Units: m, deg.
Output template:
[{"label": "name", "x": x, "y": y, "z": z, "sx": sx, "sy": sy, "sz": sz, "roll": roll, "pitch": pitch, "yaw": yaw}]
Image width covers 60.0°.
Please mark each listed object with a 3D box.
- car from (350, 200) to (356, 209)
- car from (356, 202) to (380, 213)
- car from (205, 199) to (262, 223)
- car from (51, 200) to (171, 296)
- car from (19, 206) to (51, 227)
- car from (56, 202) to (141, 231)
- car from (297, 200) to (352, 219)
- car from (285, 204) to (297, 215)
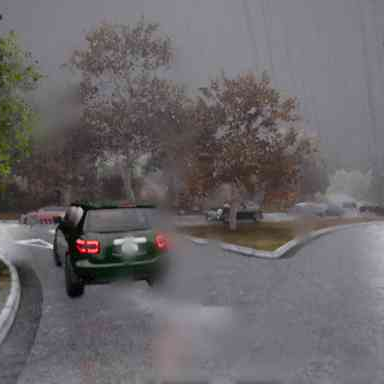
[{"label": "car", "x": 25.420, "y": 1.999, "z": 53.625, "sx": 1.895, "sy": 1.301, "sz": 4.718, "roll": 0, "pitch": 0, "yaw": 22}, {"label": "car", "x": 22.469, "y": 1.981, "z": 41.979, "sx": 1.895, "sy": 1.301, "sz": 4.718, "roll": 0, "pitch": 0, "yaw": 35}, {"label": "car", "x": 3.211, "y": 1.425, "z": 25.817, "sx": 4.553, "sy": 1.767, "sz": 2.097, "roll": 1, "pitch": 0, "yaw": -32}, {"label": "car", "x": -2.407, "y": 1.218, "z": 9.015, "sx": 2.150, "sy": 2.045, "sz": 5.566, "roll": 0, "pitch": 0, "yaw": -26}, {"label": "car", "x": -9.468, "y": 1.554, "z": 22.787, "sx": 4.181, "sy": 1.385, "sz": 1.994, "roll": 0, "pitch": 0, "yaw": -17}, {"label": "car", "x": -5.902, "y": 1.476, "z": 21.082, "sx": 5.008, "sy": 1.535, "sz": 1.882, "roll": 0, "pitch": 0, "yaw": -23}, {"label": "car", "x": 12.934, "y": 1.791, "z": 32.318, "sx": 5.357, "sy": 1.411, "sz": 2.033, "roll": 1, "pitch": -1, "yaw": -38}, {"label": "car", "x": 11.877, "y": 1.786, "z": 35.549, "sx": 4.674, "sy": 1.442, "sz": 1.812, "roll": 1, "pitch": 0, "yaw": -39}]
